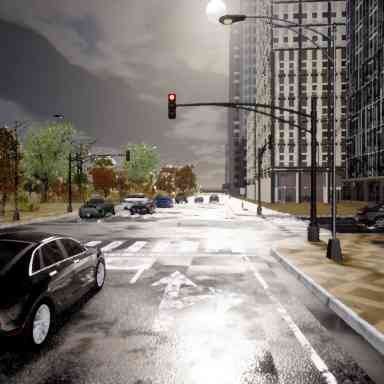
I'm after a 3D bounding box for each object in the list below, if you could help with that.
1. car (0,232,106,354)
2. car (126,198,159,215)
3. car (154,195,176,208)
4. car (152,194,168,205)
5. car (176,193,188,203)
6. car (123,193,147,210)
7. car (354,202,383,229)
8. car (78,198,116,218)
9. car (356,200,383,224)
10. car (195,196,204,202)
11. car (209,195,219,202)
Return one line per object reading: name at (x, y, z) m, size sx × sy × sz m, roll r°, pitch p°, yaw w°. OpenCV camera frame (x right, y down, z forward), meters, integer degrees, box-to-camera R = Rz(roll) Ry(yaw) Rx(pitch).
car at (-3.023, 1.504, 6.175) m, size 1.837 × 1.490 × 4.892 m, roll 0°, pitch 0°, yaw 1°
car at (-4.936, 1.556, 33.682) m, size 1.994 × 1.385 × 4.181 m, roll 0°, pitch 0°, yaw 4°
car at (-3.848, 1.470, 47.267) m, size 1.882 × 1.535 × 5.008 m, roll 0°, pitch 1°, yaw 5°
car at (-5.931, 1.346, 61.557) m, size 2.097 × 1.767 × 4.553 m, roll 0°, pitch 0°, yaw 5°
car at (-2.055, 1.224, 68.618) m, size 2.150 × 2.045 × 5.566 m, roll 0°, pitch 0°, yaw 5°
car at (-7.381, 1.212, 43.856) m, size 2.150 × 2.045 × 5.566 m, roll 0°, pitch 0°, yaw 5°
car at (12.459, 1.372, 19.987) m, size 4.892 × 1.490 × 1.837 m, roll -1°, pitch 0°, yaw 6°
car at (-8.486, 1.339, 29.994) m, size 2.097 × 1.767 × 4.553 m, roll 0°, pitch 0°, yaw 4°
car at (14.356, 1.319, 22.991) m, size 5.008 × 1.535 × 1.882 m, roll 0°, pitch 0°, yaw 5°
car at (1.627, 1.600, 73.627) m, size 1.895 × 1.301 × 4.718 m, roll 0°, pitch 0°, yaw 5°
car at (4.964, 1.361, 74.664) m, size 2.097 × 1.767 × 4.553 m, roll 0°, pitch 0°, yaw 5°
